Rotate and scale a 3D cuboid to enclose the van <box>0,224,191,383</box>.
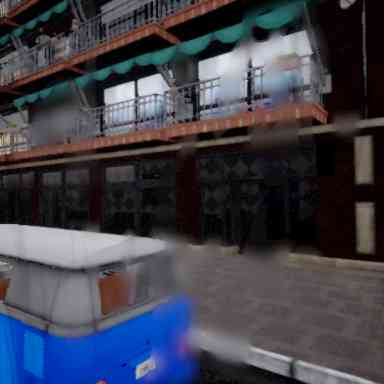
[{"bbox_3d":[-1.919,1.363,4.108,3.998,1.788,1.690,0,-1,36],"label":"van"}]
